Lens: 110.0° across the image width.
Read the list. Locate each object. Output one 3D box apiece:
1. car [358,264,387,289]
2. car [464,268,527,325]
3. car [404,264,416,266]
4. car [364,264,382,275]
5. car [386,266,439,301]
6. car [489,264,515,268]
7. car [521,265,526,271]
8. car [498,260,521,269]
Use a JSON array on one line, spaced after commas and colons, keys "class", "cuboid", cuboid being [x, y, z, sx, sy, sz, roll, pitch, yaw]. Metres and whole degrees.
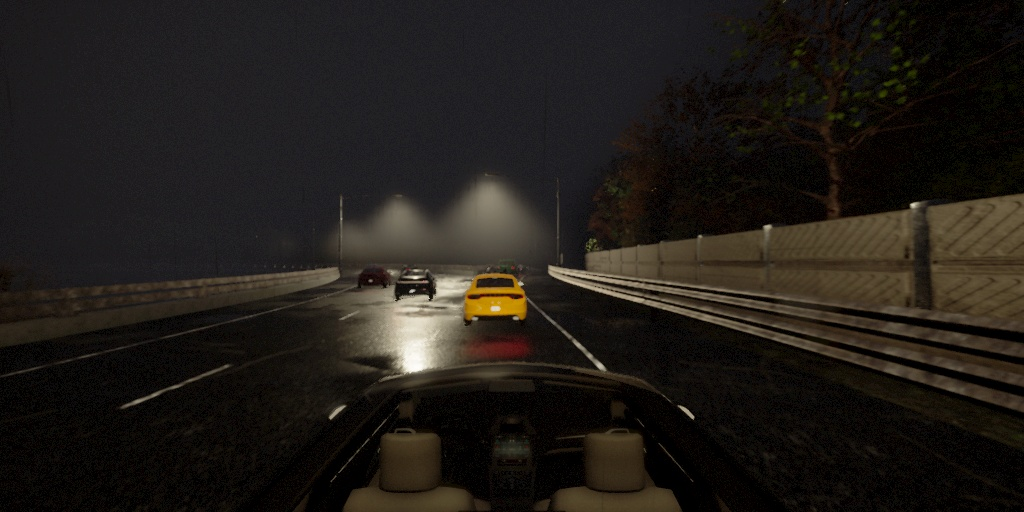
[{"class": "car", "cuboid": [-10.173, 1.568, 26.743, 1.882, 1.535, 5.008, 0, -1, -14]}, {"class": "car", "cuboid": [-0.596, 1.359, 12.523, 1.882, 1.535, 5.008, 0, -1, -3]}, {"class": "car", "cuboid": [-13.372, 1.845, 46.617, 1.837, 1.490, 4.892, 0, -1, -24]}, {"class": "car", "cuboid": [-20.901, 1.983, 53.731, 1.812, 1.442, 4.674, 0, -1, -29]}, {"class": "car", "cuboid": [-5.050, 1.471, 19.212, 2.128, 1.511, 4.902, 0, -1, -9]}, {"class": "car", "cuboid": [-1.041, 1.529, 25.484, 2.128, 1.511, 4.902, 0, -1, 0]}, {"class": "car", "cuboid": [1.005, 1.955, 52.879, 1.895, 1.301, 4.718, 0, -1, 9]}, {"class": "car", "cuboid": [-0.457, 1.442, 41.134, 2.150, 2.045, 5.566, 0, -1, 5]}]
